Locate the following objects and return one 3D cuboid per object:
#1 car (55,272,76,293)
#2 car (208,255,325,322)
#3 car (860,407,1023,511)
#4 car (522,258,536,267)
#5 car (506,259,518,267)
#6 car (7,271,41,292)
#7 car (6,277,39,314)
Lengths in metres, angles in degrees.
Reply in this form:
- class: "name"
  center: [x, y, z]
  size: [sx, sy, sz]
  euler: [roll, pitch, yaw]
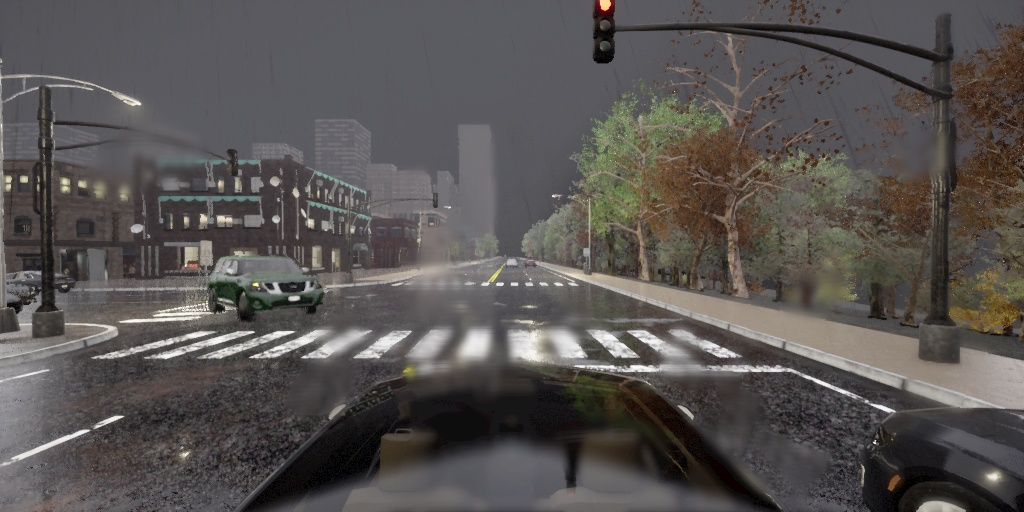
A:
- class: "car"
  center: [-28.320, 1.560, 20.954]
  size: [4.403, 1.370, 2.007]
  euler: [0, 0, 0]
- class: "car"
  center: [-8.781, 0.992, 12.628]
  size: [5.566, 2.045, 2.150]
  euler: [-1, -1, 38]
- class: "car"
  center: [3.352, 1.255, 0.459]
  size: [1.837, 1.490, 4.892]
  euler: [0, 0, 0]
- class: "car"
  center: [3.224, 1.252, 63.392]
  size: [1.812, 1.442, 4.674]
  euler: [0, 0, 0]
- class: "car"
  center: [-0.029, 1.252, 63.289]
  size: [1.812, 1.442, 4.674]
  euler: [0, 0, 0]
- class: "car"
  center: [-23.296, 1.512, 15.161]
  size: [4.892, 1.490, 1.837]
  euler: [0, 1, 0]
- class: "car"
  center: [-19.969, 1.565, 12.459]
  size: [4.313, 1.339, 1.948]
  euler: [0, 0, 0]
